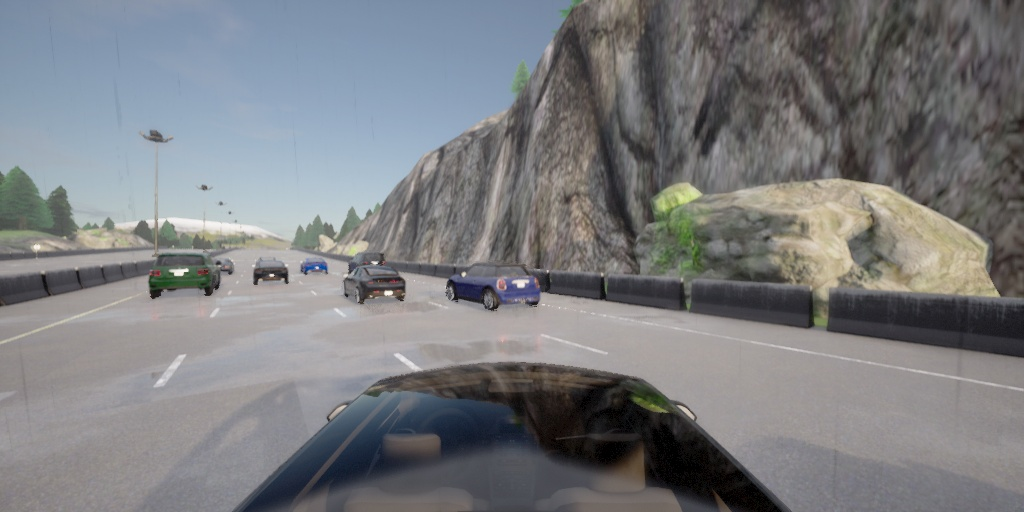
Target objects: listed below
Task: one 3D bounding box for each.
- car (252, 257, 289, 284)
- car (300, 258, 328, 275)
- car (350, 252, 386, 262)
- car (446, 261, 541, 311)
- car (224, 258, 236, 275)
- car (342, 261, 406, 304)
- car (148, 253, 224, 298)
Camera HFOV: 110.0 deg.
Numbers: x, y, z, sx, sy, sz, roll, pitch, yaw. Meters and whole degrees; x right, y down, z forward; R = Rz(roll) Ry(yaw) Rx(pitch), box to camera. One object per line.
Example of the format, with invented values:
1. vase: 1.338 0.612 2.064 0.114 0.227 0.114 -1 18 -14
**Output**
1. car: -16.470 1.021 24.477 1.882 1.535 5.008 0 1 -35
2. car: -18.536 0.895 33.510 1.882 1.535 5.008 0 0 -35
3. car: -12.562 0.711 31.093 2.150 2.045 5.566 0 1 -35
4. car: -0.907 1.044 14.495 2.097 1.767 4.553 0 0 -35
5. car: -26.195 0.923 32.237 2.033 1.411 5.357 0 1 -35
6. car: -6.207 1.173 15.952 1.837 1.490 4.892 0 1 -35
7. car: -16.114 0.838 17.880 2.150 2.045 5.566 0 1 -35
